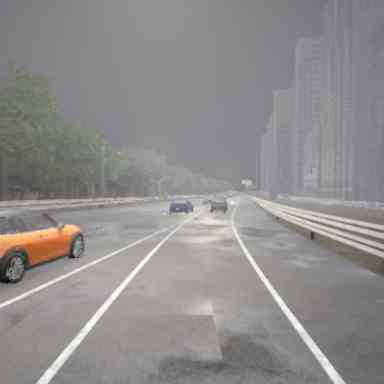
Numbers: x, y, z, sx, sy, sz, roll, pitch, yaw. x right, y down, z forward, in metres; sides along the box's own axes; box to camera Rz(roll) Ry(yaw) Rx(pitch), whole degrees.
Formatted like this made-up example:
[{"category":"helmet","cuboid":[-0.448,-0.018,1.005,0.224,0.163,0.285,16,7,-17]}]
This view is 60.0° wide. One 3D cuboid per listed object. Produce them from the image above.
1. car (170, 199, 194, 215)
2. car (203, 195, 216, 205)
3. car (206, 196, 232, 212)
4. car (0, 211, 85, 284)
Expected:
[{"category":"car","cuboid":[-1.036,1.519,35.153,1.882,1.535,5.008,1,0,9]},{"category":"car","cuboid":[3.329,1.734,63.374,1.895,1.301,4.718,1,0,9]},{"category":"car","cuboid":[3.386,1.585,40.489,2.128,1.511,4.902,0,0,9]},{"category":"car","cuboid":[-4.979,1.316,9.731,2.097,1.767,4.553,1,0,9]}]
